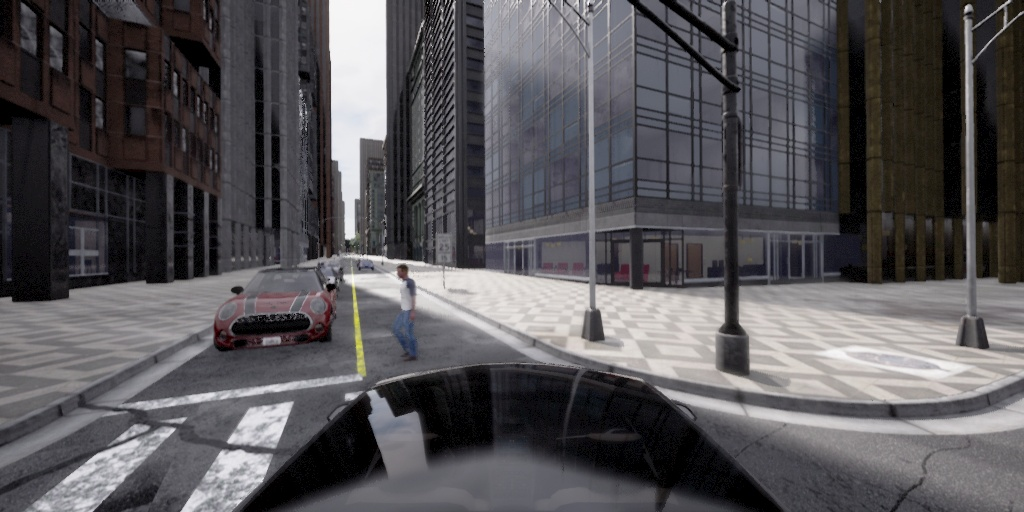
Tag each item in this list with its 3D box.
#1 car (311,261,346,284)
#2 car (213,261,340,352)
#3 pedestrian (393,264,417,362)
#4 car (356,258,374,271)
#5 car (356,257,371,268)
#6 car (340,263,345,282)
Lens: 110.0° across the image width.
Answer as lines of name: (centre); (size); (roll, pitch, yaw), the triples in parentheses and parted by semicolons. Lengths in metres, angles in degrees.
car: (-13.854, 1.160, 27.320); (2.128, 1.511, 4.902); (0, 0, -24)
car: (-5.677, 1.088, 9.138); (2.097, 1.767, 4.553); (0, 0, -24)
pedestrian: (-1.956, 1.029, 6.691); (0.375, 1.860, 0.375); (0, 0, -24)
car: (-18.471, 1.109, 45.367); (2.033, 1.411, 5.357); (0, 0, -23)
car: (-22.840, 0.985, 55.045); (2.128, 1.511, 4.902); (0, 1, -24)
car: (-9.595, 1.254, 17.844); (2.033, 1.411, 5.357); (0, 0, -24)
